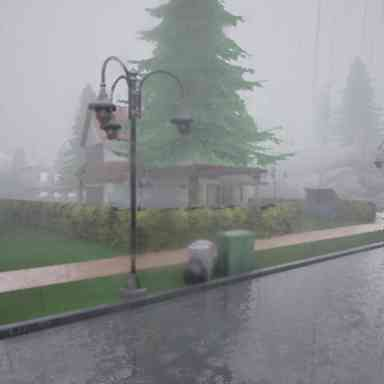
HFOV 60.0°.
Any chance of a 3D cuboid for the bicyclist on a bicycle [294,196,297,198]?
[{"bbox_3d":[14.110,1.355,45.448,1.656,1.620,0.582,-1,1,-39],"label":"bicyclist on a bicycle"}]
